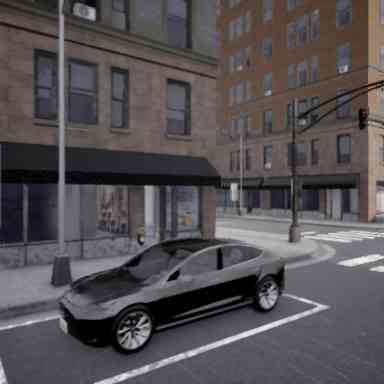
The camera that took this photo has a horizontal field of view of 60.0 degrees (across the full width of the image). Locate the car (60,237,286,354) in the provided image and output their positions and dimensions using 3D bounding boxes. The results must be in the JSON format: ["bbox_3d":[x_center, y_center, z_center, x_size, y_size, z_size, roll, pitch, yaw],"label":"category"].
[{"bbox_3d":[-0.099,1.566,6.121,4.313,1.339,1.947,0,0,-36],"label":"car"}]
